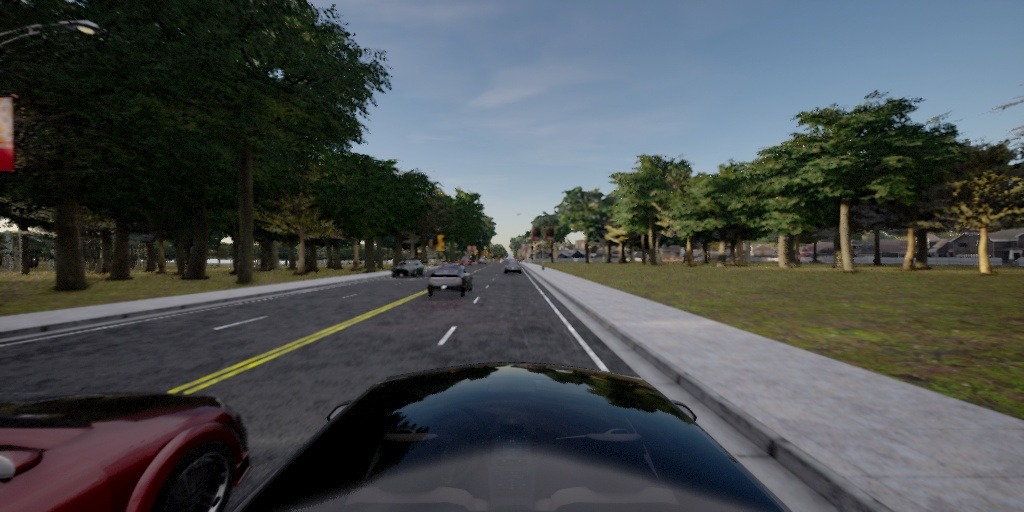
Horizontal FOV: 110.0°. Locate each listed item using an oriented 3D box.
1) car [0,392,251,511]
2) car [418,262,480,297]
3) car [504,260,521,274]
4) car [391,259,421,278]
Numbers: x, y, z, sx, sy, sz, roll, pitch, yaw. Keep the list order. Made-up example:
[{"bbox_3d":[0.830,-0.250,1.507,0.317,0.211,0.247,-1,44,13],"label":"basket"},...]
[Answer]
[{"bbox_3d":[-3.151,1.314,1.232,1.994,1.385,4.181,0,0,0],"label":"car"},{"bbox_3d":[-3.147,1.251,18.994,2.128,1.511,4.902,0,0,0],"label":"car"},{"bbox_3d":[0.108,1.355,42.979,1.994,1.385,4.181,0,0,0],"label":"car"},{"bbox_3d":[-9.835,1.127,34.126,2.097,1.767,4.553,0,0,0],"label":"car"}]
